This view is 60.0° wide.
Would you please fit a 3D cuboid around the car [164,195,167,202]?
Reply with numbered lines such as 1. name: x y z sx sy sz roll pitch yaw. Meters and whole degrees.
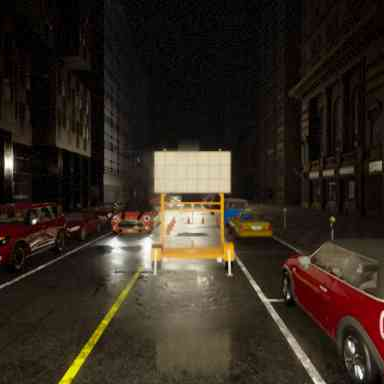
1. car: -5.672 1.531 55.675 1.887 1.381 4.507 0 0 0

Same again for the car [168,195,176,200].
1. car: -5.604 1.538 94.890 1.887 1.381 4.507 0 0 0

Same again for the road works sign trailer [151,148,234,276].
1. road works sign trailer: 0.015 0.458 10.304 2.380 3.560 2.880 0 0 0

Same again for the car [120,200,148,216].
1. car: -5.710 1.552 33.267 1.947 1.339 4.313 0 0 0

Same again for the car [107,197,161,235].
1. car: -3.069 1.342 18.794 2.097 1.767 4.553 0 0 0

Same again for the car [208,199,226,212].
1. car: 2.825 1.567 38.867 1.802 1.307 4.206 0 0 0

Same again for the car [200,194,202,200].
1. car: 2.853 1.427 55.672 1.967 1.590 4.097 0 0 0

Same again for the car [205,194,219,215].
1. car: 2.814 1.301 33.265 2.192 1.841 5.009 0 0 0

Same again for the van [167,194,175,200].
1. van: -5.614 1.333 89.288 1.690 1.788 3.998 0 0 0

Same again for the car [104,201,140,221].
1. car: -5.720 1.538 27.665 2.008 1.369 4.403 0 0 0

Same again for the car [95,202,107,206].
1. car: -5.730 1.429 22.062 1.967 1.590 4.097 0 0 0

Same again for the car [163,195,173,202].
1. car: -5.633 1.535 78.083 1.887 1.381 4.507 0 0 0

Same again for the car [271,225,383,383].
1. car: 2.766 1.437 5.256 1.967 1.590 4.097 0 0 0

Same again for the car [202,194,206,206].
1. car: 2.833 1.300 44.468 2.192 1.841 5.009 0 0 0

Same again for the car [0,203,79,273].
1. car: -5.749 1.309 10.859 2.192 1.841 5.009 0 0 0

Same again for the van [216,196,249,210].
1. van: 2.795 1.330 22.062 1.690 1.788 3.998 0 0 0

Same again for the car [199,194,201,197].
1. car: 2.873 1.428 66.875 1.967 1.590 4.097 0 0 0

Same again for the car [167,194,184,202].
1. car: -2.961 1.209 61.523 2.150 2.045 5.566 0 0 1

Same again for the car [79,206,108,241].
1. car: -5.739 1.573 16.461 1.802 1.307 4.206 0 0 0

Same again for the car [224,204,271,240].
1. car: 2.786 1.516 16.630 1.752 1.417 4.829 0 0 0

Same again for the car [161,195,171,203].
1. car: -5.643 1.429 72.482 1.967 1.590 4.097 0 0 0

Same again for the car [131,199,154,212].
1. car: -5.700 1.551 38.868 1.947 1.339 4.313 0 0 0

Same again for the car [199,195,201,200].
1. car: 2.863 1.553 61.273 1.947 1.339 4.313 0 0 0
